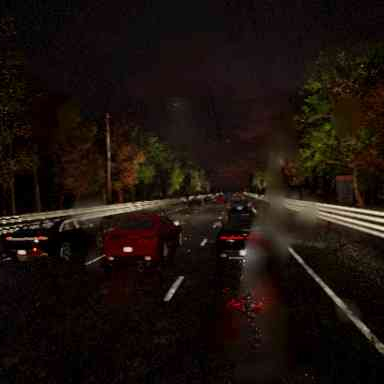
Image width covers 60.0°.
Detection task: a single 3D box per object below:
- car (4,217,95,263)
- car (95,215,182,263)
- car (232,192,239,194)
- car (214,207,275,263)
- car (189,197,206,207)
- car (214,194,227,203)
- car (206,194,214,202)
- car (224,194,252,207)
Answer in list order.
[{"bbox_3d":[-5.075,1.712,12.956,2.128,1.511,4.902,-2,0,8],"label":"car"},{"bbox_3d":[-1.607,1.588,12.501,1.882,1.535,5.008,-2,0,8],"label":"car"},{"bbox_3d":[12.978,1.432,94.649,1.882,1.535,5.008,-2,0,8],"label":"car"},{"bbox_3d":[1.859,1.507,12.014,1.837,1.490,4.892,-2,0,8],"label":"car"},{"bbox_3d":[0.670,1.693,55.641,1.882,1.535,5.008,-2,0,8],"label":"car"},{"bbox_3d":[6.272,1.572,71.042,1.882,1.535,5.008,-2,0,8],"label":"car"},{"bbox_3d":[3.876,1.735,79.455,2.033,1.411,5.357,-2,0,8],"label":"car"},{"bbox_3d":[4.119,1.355,28.843,2.097,1.767,4.553,-2,0,8],"label":"car"}]
